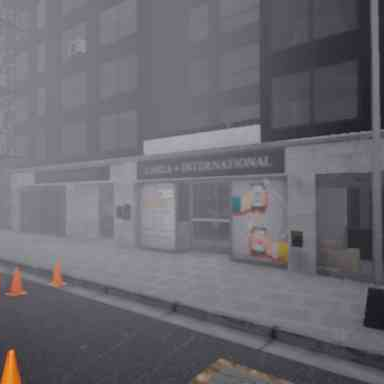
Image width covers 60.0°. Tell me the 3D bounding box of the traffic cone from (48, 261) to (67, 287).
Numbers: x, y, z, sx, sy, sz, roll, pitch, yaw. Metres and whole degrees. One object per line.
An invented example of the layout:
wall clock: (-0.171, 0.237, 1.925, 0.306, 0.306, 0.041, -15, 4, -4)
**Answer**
traffic cone: (-3.360, 2.012, 8.315, 0.340, 0.580, 0.340, 0, -1, 36)

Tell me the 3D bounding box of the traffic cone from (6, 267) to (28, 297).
traffic cone: (-3.953, 2.002, 7.510, 0.340, 0.580, 0.340, 0, -1, 36)

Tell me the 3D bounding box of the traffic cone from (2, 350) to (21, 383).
traffic cone: (-1.918, 1.978, 3.528, 0.340, 0.580, 0.340, 0, -1, 36)
